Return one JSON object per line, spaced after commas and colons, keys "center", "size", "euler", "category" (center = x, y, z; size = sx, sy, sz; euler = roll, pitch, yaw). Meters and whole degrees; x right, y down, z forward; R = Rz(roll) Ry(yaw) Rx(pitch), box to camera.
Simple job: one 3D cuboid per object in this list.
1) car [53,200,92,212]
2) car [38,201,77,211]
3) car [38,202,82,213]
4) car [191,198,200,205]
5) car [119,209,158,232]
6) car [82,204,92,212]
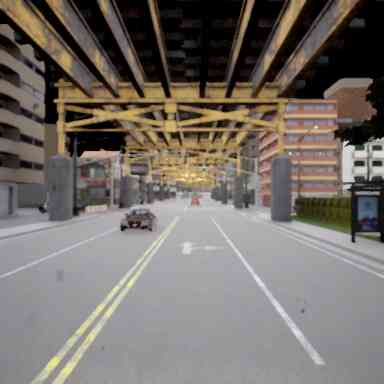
{"center": [-16.336, 1.910, 45.558], "size": [4.974, 1.542, 2.038], "euler": [0, -1, -19], "category": "car"}
{"center": [-16.750, 1.706, 41.427], "size": [4.536, 1.218, 1.853], "euler": [0, -1, 26], "category": "car"}
{"center": [-16.703, 1.863, 41.403], "size": [4.974, 1.542, 2.038], "euler": [0, -1, 26], "category": "car"}
{"center": [0.733, 2.196, 77.398], "size": [2.097, 1.767, 4.553], "euler": [0, 0, 1], "category": "car"}
{"center": [-3.386, 1.795, 21.744], "size": [1.994, 1.385, 4.181], "euler": [0, -1, 1], "category": "car"}
{"center": [-16.385, 1.752, 45.542], "size": [4.536, 1.218, 1.853], "euler": [0, -1, -19], "category": "car"}
